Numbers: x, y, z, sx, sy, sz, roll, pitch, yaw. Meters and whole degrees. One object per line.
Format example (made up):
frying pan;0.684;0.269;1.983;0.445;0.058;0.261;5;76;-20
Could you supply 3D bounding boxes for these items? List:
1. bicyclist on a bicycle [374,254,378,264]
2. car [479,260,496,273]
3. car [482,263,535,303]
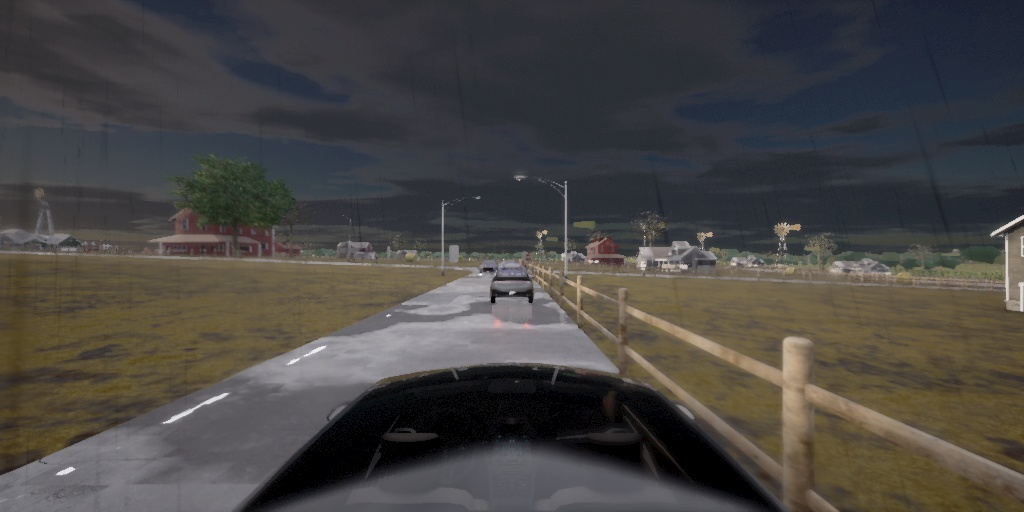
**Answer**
bicyclist on a bicycle;-22.618;0.525;59.585;0.582;1.620;1.656;2;0;0
car;-2.750;1.224;43.532;2.097;1.767;4.553;0;0;0
car;0.000;1.249;16.500;2.128;1.511;4.902;0;0;0
